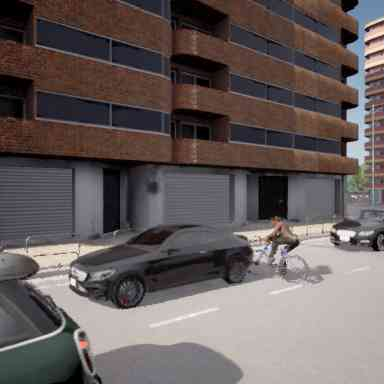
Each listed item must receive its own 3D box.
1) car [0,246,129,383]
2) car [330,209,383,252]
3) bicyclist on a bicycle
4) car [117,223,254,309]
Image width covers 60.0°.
[{"bbox_3d":[-2.943,1.352,2.002,4.553,1.767,2.097,0,0,-39],"label":"car"},{"bbox_3d":[7.769,1.490,14.041,4.902,1.511,2.128,0,0,-36],"label":"car"},{"bbox_3d":[2.198,1.446,8.551,1.656,1.620,0.582,4,-13,33],"label":"bicyclist on a bicycle"},{"bbox_3d":[-0.490,1.521,7.992,4.674,1.442,1.812,0,0,-37],"label":"car"}]
